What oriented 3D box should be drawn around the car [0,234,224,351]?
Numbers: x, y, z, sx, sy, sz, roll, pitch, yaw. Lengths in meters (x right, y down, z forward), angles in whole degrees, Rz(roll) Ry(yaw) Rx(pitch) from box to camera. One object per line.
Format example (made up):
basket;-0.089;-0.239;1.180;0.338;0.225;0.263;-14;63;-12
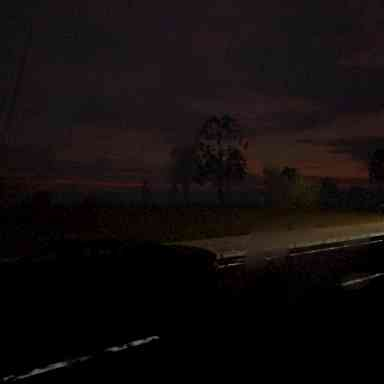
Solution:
car;-1.879;1.557;6.333;5.357;1.411;2.033;0;0;-35
